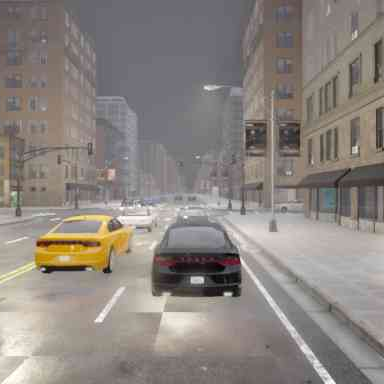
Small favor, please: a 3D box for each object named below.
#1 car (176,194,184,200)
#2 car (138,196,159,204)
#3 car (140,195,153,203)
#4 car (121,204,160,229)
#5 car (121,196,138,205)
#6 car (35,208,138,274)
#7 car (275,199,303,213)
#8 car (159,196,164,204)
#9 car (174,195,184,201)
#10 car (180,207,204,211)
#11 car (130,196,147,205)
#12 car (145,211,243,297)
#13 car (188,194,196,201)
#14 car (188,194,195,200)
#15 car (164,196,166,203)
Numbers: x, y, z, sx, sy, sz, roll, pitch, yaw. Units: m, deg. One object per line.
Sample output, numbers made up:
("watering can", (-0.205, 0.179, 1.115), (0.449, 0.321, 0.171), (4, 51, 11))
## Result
("car", (-3.273, 1.391, 91.210), (2.033, 1.411, 5.357), (0, 0, 0))
("car", (-6.597, 1.521, 50.563), (1.812, 1.442, 4.674), (0, 0, 0))
("car", (-9.767, 1.513, 71.647), (2.128, 1.511, 4.902), (0, 0, 0))
("car", (-3.155, 1.601, 20.003), (1.895, 1.301, 4.718), (0, 0, 0))
("car", (-9.857, 1.500, 52.230), (1.837, 1.490, 4.892), (0, 0, 0))
("car", (-3.154, 1.478, 10.642), (1.882, 1.535, 5.008), (0, 0, 0))
("car", (11.711, 1.562, 37.436), (4.674, 1.442, 1.812), (0, 0, 0))
("car", (-6.586, 1.518, 60.342), (1.812, 1.442, 4.674), (0, 0, 0))
("car", (-3.270, 1.482, 80.790), (1.837, 1.490, 4.892), (0, 0, 0))
("car", (-0.004, 1.547, 18.442), (2.033, 1.411, 5.357), (0, 0, 0))
("car", (-9.822, 1.484, 61.414), (2.128, 1.511, 4.902), (0, 0, 1))
("car", (0.098, 1.478, 8.623), (1.882, 1.535, 5.008), (0, 0, 0))
("car", (-0.020, 1.460, 80.791), (1.882, 1.535, 5.008), (0, 0, 0))
("car", (-0.023, 1.328, 91.211), (1.882, 1.535, 5.008), (0, 0, 0))
("car", (-6.517, 1.528, 71.748), (2.033, 1.411, 5.357), (0, 0, 0))
